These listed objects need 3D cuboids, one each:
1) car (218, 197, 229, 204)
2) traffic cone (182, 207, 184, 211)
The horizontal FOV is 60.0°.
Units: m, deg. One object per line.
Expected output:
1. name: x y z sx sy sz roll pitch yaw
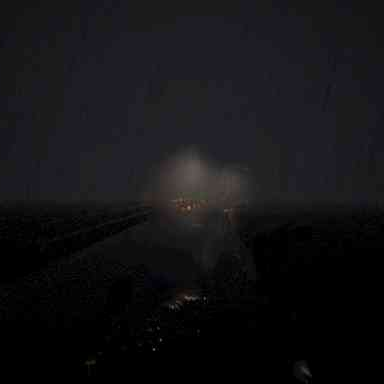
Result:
1. car: 6.749 1.719 71.365 2.033 1.411 5.357 0 0 13
2. traffic cone: -1.139 2.031 41.114 0.340 0.580 0.340 0 0 7
